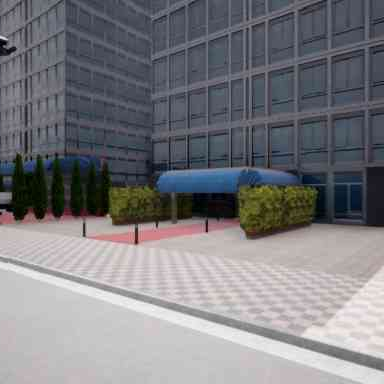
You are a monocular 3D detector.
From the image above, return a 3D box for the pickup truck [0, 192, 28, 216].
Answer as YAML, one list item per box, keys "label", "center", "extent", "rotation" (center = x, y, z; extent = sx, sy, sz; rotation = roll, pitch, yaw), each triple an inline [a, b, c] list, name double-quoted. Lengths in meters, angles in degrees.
- label: "pickup truck"
  center: [-15.317, 1.058, 27.938]
  extent: [2.390, 2.098, 6.274]
  rotation: [0, 0, -22]
